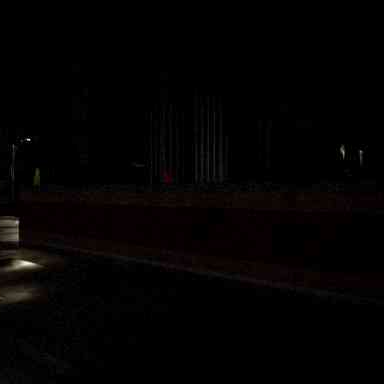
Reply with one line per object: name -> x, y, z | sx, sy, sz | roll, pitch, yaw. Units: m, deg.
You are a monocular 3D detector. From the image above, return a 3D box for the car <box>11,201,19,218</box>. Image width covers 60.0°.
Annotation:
car -> -12.265, 1.603, 28.823 | 2.033, 1.411, 5.357 | 0, 0, 37

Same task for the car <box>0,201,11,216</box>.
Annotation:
car -> -16.423, 1.547, 29.102 | 2.128, 1.511, 4.902 | 0, 0, 37
